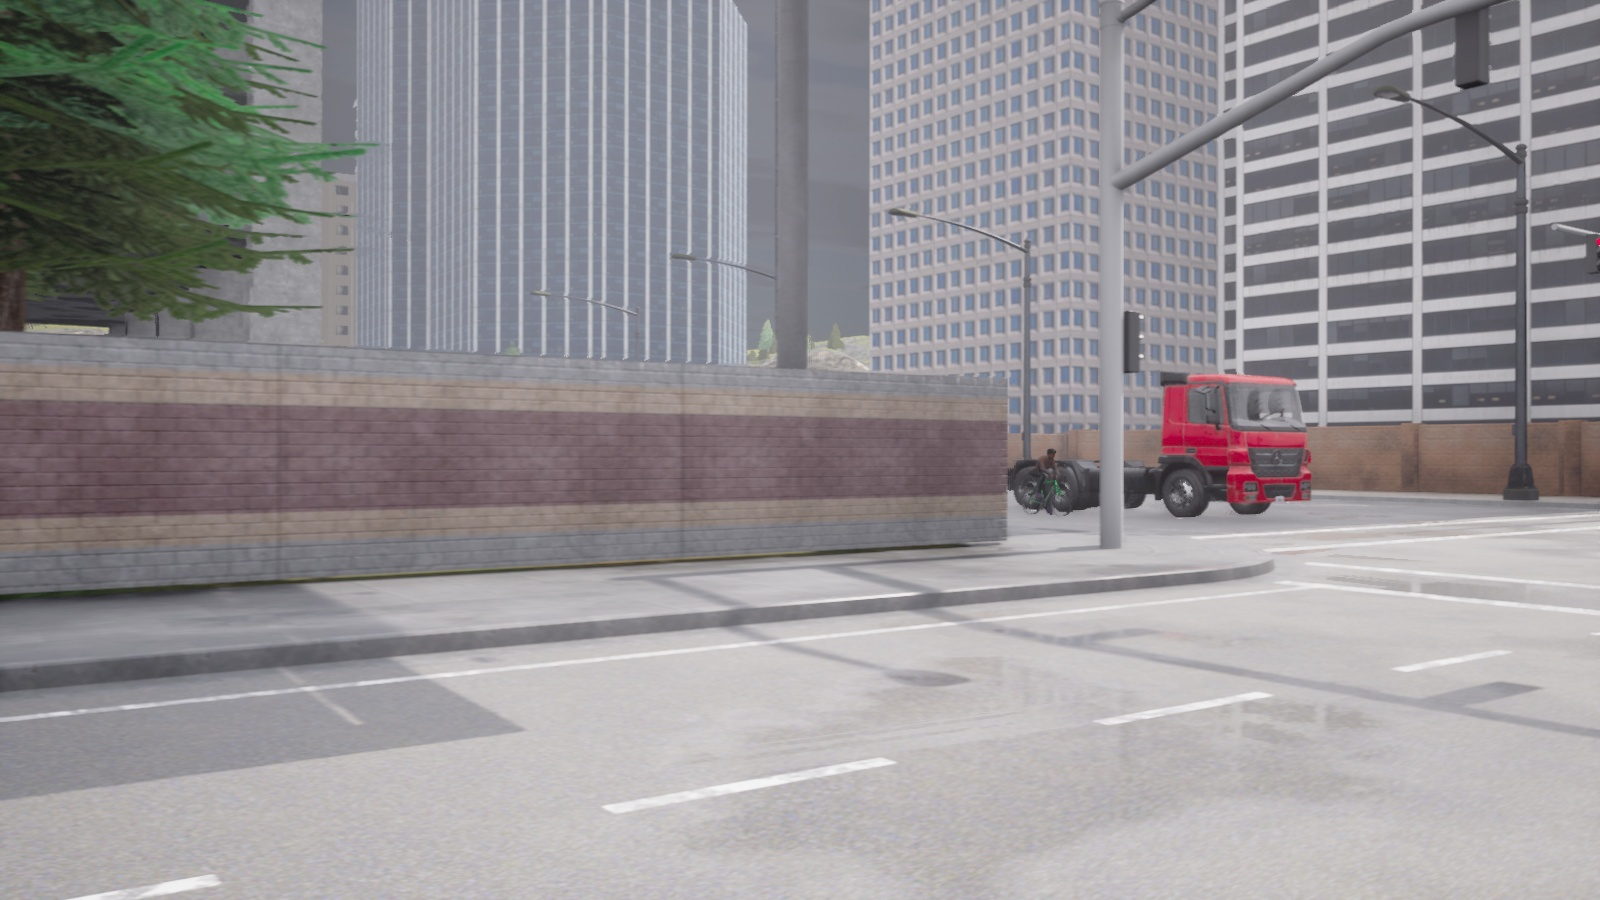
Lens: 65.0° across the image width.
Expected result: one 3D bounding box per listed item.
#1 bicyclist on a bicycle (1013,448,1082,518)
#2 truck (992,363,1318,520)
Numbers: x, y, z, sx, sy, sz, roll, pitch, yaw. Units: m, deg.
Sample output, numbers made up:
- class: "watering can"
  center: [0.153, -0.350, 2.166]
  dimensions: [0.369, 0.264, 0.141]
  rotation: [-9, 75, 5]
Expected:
- class: "bicyclist on a bicycle"
  center: [5.848, 0.758, 29.759]
  dimensions: [0.582, 1.620, 1.656]
  rotation: [0, 0, -35]
- class: "truck"
  center: [8.680, -0.177, 31.818]
  dimensions: [2.891, 3.462, 7.936]
  rotation: [0, 0, -35]
